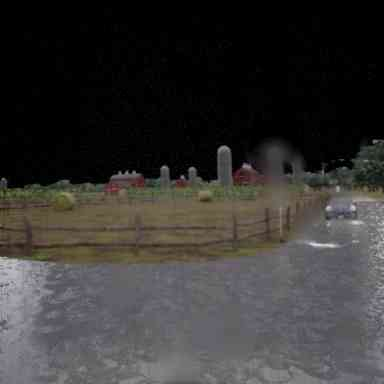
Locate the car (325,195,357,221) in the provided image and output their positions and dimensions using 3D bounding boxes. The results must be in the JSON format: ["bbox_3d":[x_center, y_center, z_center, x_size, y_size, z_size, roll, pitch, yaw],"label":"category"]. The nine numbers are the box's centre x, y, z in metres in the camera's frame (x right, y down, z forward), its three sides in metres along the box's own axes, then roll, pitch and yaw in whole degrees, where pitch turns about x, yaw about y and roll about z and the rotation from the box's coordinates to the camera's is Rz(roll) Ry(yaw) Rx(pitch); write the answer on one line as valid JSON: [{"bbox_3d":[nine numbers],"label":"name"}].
[{"bbox_3d":[11.327,1.143,25.227,2.097,1.767,4.553,-1,0,26],"label":"car"}]
